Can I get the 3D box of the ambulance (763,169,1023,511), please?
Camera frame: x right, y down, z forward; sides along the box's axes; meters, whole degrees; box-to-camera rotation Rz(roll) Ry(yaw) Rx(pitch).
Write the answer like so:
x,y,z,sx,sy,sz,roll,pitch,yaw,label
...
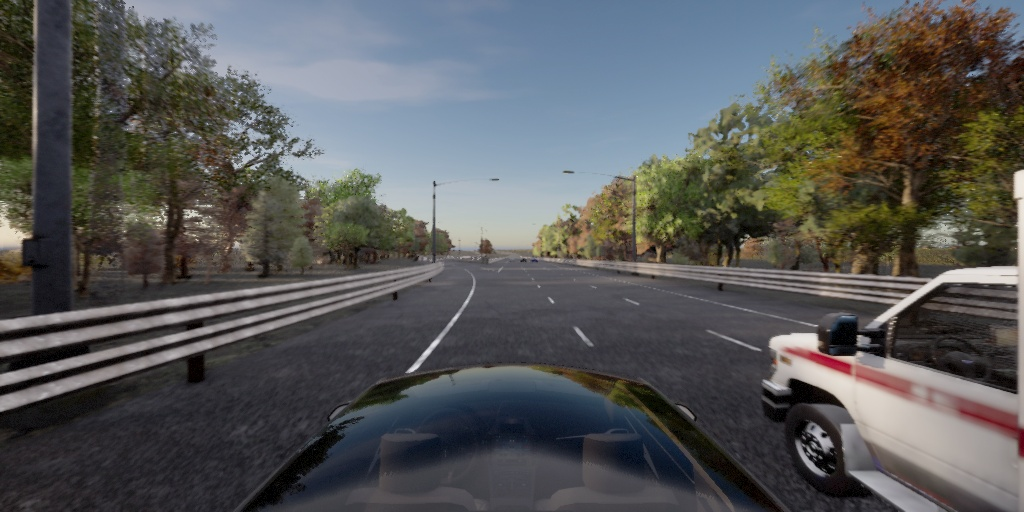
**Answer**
x,y,z,sx,sy,sz,roll,pitch,yaw,label
3.509,0.805,0.689,2.351,2.431,6.366,0,0,0,ambulance
